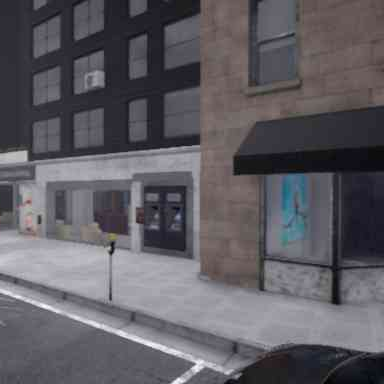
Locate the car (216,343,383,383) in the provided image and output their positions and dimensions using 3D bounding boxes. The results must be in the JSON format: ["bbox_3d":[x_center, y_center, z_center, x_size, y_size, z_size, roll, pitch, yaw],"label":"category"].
[{"bbox_3d":[1.988,1.566,1.658,4.313,1.339,1.947,0,0,35],"label":"car"}]
